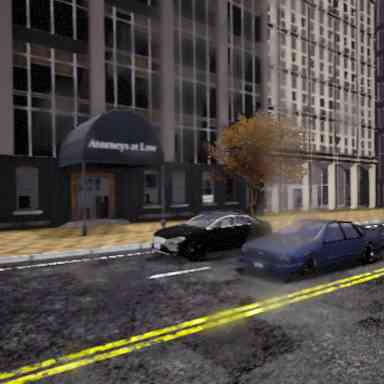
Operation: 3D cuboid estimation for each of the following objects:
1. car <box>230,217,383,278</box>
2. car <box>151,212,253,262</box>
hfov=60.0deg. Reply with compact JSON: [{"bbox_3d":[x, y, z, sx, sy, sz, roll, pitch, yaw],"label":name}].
[{"bbox_3d":[3.950,1.559,10.384,5.357,1.411,2.033,0,0,-35],"label":"car"},{"bbox_3d":[0.877,1.503,12.207,4.902,1.511,2.128,0,0,-35],"label":"car"}]
